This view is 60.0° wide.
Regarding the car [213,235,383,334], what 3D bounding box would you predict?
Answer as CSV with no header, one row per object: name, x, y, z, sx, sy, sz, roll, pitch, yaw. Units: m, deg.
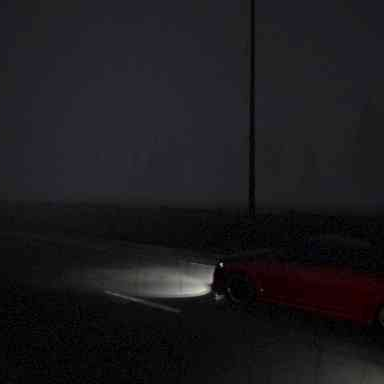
car,2.495,1.555,6.511,4.181,1.385,1.994,0,0,35
